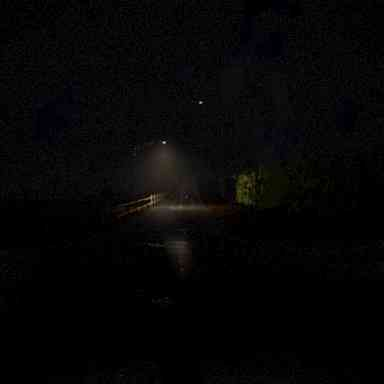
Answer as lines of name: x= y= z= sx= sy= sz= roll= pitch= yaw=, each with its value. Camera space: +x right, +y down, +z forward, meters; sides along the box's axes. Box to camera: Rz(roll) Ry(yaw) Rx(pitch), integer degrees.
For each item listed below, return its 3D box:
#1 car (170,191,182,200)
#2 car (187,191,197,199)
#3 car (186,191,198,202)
car: x=-2.761 y=0.663 z=59.082 sx=1.837 sy=1.490 sz=4.892 roll=0 pitch=2 yaw=0
car: x=-0.011 y=0.505 z=64.907 sx=2.033 sy=1.411 sz=5.357 roll=0 pitch=2 yaw=0
car: x=-0.010 y=0.794 z=54.495 sx=1.837 sy=1.490 sz=4.892 roll=0 pitch=2 yaw=0
